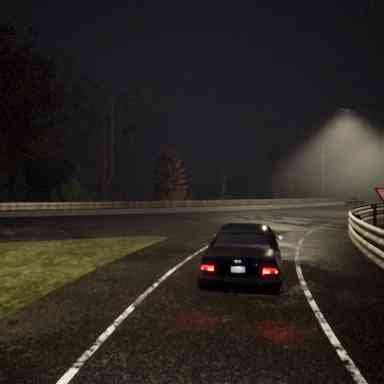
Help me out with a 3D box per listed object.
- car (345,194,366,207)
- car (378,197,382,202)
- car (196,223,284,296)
[{"bbox_3d":[24.969,1.467,50.724,1.837,1.490,4.892,1,0,44],"label":"car"},{"bbox_3d":[41.796,1.454,72.806,1.882,1.535,5.008,0,0,29],"label":"car"},{"bbox_3d":[1.430,1.545,8.879,2.033,1.411,5.357,0,0,12],"label":"car"}]
